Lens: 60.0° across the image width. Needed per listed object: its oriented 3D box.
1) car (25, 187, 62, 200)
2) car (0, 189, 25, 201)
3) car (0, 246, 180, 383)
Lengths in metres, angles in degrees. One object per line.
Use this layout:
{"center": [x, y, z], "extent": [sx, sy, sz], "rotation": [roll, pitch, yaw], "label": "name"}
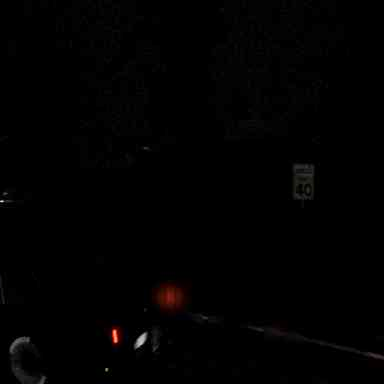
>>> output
{"center": [-22.481, 0.227, 51.272], "extent": [2.150, 2.045, 5.566], "rotation": [0, 1, 14], "label": "car"}
{"center": [-26.343, 0.573, 50.250], "extent": [1.994, 1.385, 4.181], "rotation": [0, 1, 14], "label": "car"}
{"center": [-2.683, 1.501, 4.911], "extent": [4.718, 1.301, 1.895], "rotation": [1, 1, 22], "label": "car"}
